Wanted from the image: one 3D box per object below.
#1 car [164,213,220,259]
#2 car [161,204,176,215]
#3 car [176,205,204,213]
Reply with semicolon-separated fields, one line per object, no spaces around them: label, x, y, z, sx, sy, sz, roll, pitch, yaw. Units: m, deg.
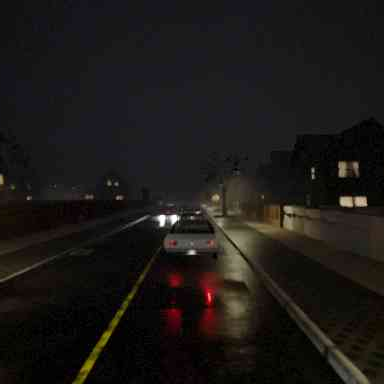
car;0.017;1.752;13.286;1.895;1.301;4.718;0;-1;0
car;-2.771;2.079;40.843;1.895;1.301;4.718;0;-1;0
car;0.018;1.819;28.523;2.128;1.511;4.902;0;-1;1
